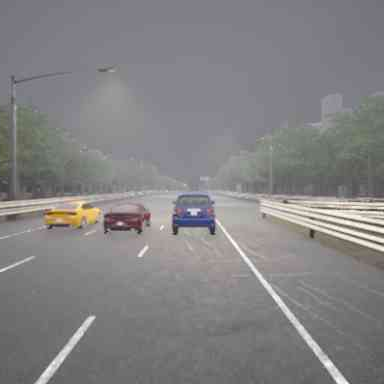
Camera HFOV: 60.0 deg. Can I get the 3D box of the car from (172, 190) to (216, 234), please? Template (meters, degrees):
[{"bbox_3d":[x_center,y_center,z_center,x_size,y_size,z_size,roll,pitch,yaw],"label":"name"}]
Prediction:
[{"bbox_3d":[0.107,1.058,18.212,2.150,2.045,5.566,0,1,0],"label":"car"}]

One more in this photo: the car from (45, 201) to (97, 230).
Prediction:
[{"bbox_3d":[-6.904,1.295,19.758,1.882,1.535,5.008,0,1,0],"label":"car"}]

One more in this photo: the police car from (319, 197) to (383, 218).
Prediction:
[{"bbox_3d":[12.310,1.216,26.456,2.038,1.542,4.974,0,0,-23],"label":"police car"}]

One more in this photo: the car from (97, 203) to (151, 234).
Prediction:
[{"bbox_3d":[-3.403,1.314,18.182,1.882,1.535,5.008,0,1,0],"label":"car"}]
